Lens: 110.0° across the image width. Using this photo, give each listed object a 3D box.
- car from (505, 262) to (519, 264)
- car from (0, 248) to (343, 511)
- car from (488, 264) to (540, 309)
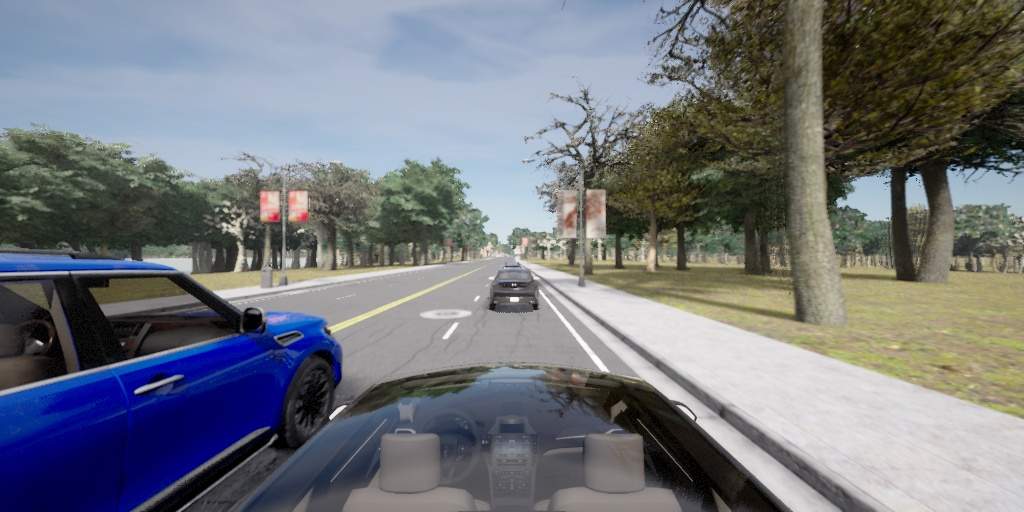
[{"bbox_3d":[0.002,1.253,33.551,2.128,1.511,4.902,0,0,0],"label":"car"},{"bbox_3d":[-3.151,0.972,2.046,2.150,2.045,5.566,0,0,0],"label":"car"},{"bbox_3d":[0.082,1.258,14.832,1.837,1.490,4.892,0,0,0],"label":"car"}]
